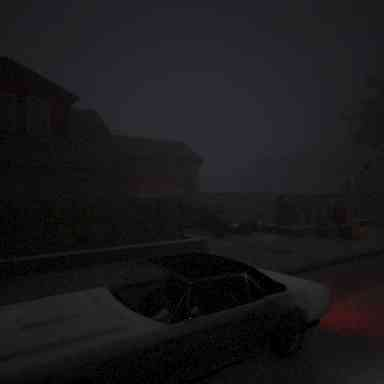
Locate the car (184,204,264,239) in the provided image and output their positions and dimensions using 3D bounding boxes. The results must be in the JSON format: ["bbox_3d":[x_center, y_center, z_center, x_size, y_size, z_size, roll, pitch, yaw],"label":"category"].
[{"bbox_3d":[0.974,1.290,16.094,2.033,1.415,5.357,0,0,-33],"label":"car"}]

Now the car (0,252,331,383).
[{"bbox_3d":[-0.307,1.586,4.380,4.718,1.301,1.895,0,0,-35],"label":"car"}]
